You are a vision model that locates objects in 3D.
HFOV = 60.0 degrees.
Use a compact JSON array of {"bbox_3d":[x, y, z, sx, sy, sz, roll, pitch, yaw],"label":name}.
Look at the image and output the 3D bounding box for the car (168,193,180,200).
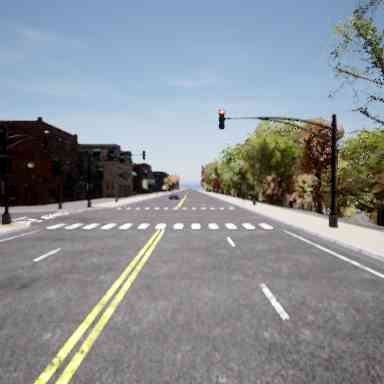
[{"bbox_3d":[-3.344,0.833,63.011,1.994,1.385,4.181,0,1,0],"label":"car"}]
